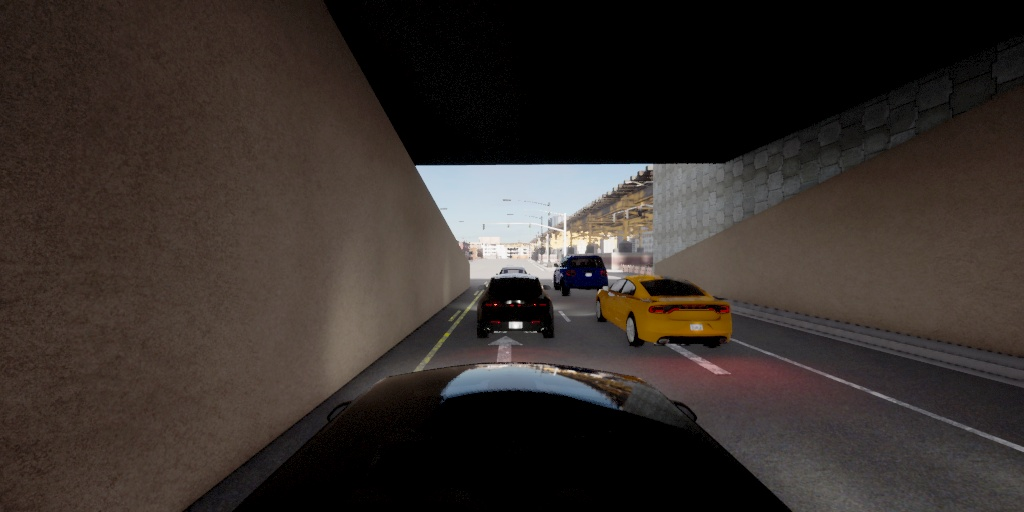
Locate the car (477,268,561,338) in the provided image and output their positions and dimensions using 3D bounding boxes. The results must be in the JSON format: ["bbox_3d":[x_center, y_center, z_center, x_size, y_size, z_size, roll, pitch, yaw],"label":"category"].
[{"bbox_3d":[0.076,1.255,10.220,1.837,1.490,4.892,0,0,0],"label":"car"}]

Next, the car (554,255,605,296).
[{"bbox_3d":[3.567,0.971,19.383,2.150,2.045,5.566,0,0,0],"label":"car"}]

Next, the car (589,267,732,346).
[{"bbox_3d":[3.573,1.228,9.413,1.882,1.535,5.008,0,0,0],"label":"car"}]
